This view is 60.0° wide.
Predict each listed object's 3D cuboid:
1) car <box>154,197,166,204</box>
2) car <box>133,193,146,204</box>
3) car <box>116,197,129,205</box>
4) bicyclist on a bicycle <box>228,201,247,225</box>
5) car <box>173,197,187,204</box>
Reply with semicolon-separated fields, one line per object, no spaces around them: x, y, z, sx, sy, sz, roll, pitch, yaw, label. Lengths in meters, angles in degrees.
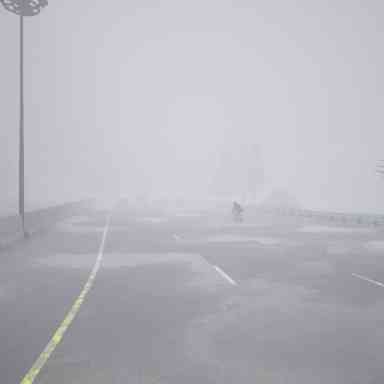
-6.009;1.552;62.672;2.033;1.411;5.357;0;0;-12;car
-10.340;1.227;65.877;2.150;2.045;5.566;0;0;-13;car
-12.294;1.552;58.905;2.033;1.411;5.357;0;0;-15;car
3.089;1.457;22.847;0.582;1.620;1.656;0;-2;-41;bicyclist on a bicycle
-2.262;1.552;62.002;2.033;1.411;5.357;0;0;-12;car
